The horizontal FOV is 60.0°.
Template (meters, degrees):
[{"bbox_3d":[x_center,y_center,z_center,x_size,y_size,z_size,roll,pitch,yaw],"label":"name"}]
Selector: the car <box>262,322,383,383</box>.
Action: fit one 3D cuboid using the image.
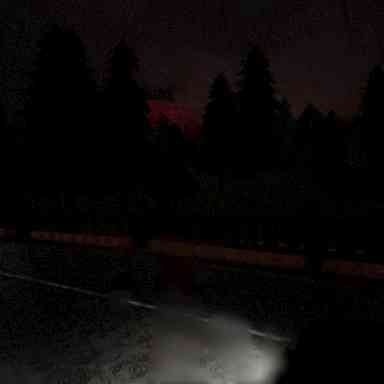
[{"bbox_3d":[3.029,1.537,1.722,5.357,1.411,2.033,0,0,36],"label":"car"}]
